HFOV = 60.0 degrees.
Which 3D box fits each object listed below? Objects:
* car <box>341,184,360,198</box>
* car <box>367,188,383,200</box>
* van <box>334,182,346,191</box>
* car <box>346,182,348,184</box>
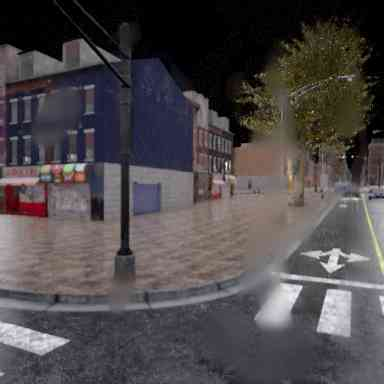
[{"bbox_3d":[21.305,0.008,44.382,1.895,1.301,4.718,0,3,26],"label":"car"},{"bbox_3d":[22.007,0.198,39.507,2.033,1.411,5.357,0,3,27],"label":"car"},{"bbox_3d":[29.465,-1.098,66.720,1.690,1.788,3.998,2,3,26],"label":"van"},{"bbox_3d":[30.932,-0.988,69.704,2.008,1.369,4.403,2,3,26],"label":"car"}]
